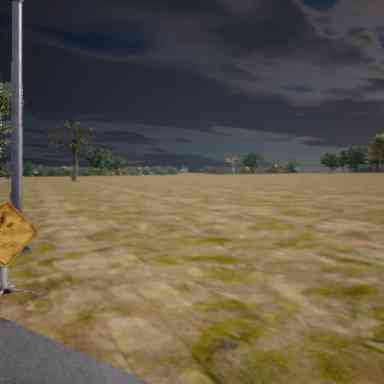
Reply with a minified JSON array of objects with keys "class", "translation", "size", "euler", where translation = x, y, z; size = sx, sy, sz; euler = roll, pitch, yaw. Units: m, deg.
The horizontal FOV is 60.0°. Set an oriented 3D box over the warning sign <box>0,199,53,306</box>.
[{"class":"warning sign","translation":[-3.623,1.089,6.461],"size":[1.060,1.860,1.300],"euler":[1,0,35]}]
